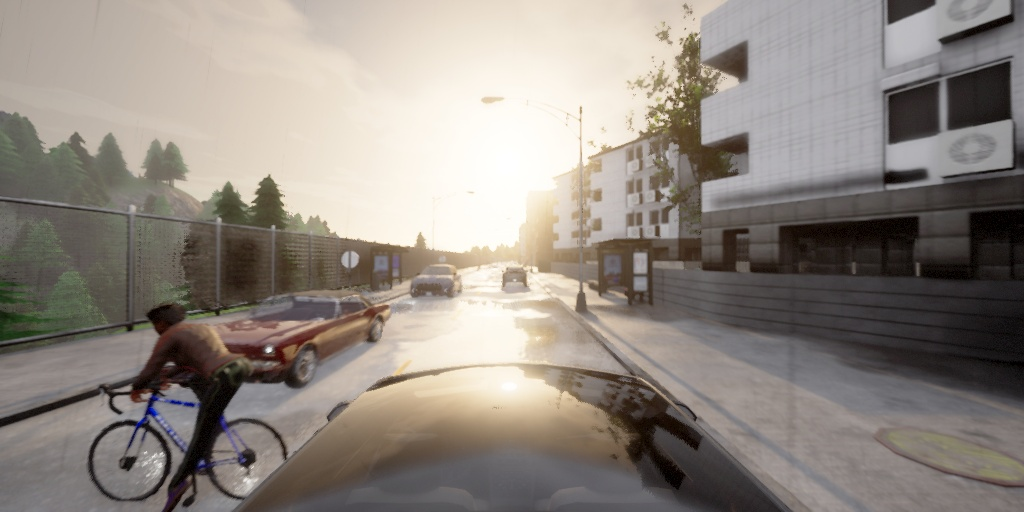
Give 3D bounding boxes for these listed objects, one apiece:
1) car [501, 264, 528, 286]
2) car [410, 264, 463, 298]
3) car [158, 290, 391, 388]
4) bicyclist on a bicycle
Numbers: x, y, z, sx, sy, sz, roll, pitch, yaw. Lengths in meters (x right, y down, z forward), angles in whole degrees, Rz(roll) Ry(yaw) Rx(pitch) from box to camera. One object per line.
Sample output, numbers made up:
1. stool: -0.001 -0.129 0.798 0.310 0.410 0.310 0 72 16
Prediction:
1. car: 0.200 1.501 28.028 1.837 1.490 4.892 0 -1 0
2. car: -4.015 1.270 19.661 2.097 1.767 4.553 0 -1 0
3. car: -4.080 1.401 7.109 1.895 1.301 4.718 0 -1 0
4. bicyclist on a bicycle: -2.659 1.214 2.937 1.656 1.620 0.582 -1 -1 0
